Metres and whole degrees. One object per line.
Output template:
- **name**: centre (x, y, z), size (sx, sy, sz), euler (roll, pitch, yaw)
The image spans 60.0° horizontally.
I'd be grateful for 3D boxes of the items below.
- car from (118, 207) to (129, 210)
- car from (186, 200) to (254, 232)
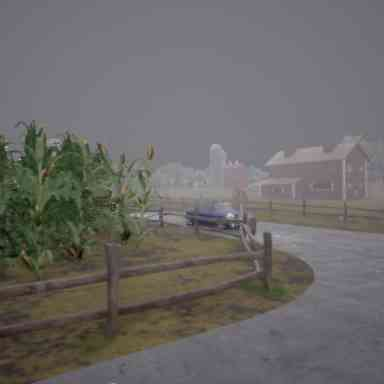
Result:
- **car**: centre (-8.187, 1.338, 33.842), size (1.895, 1.301, 4.718), euler (-1, 2, -35)
- **car**: centre (1.618, 1.306, 20.010), size (2.097, 1.767, 4.553), euler (-1, 2, -36)
